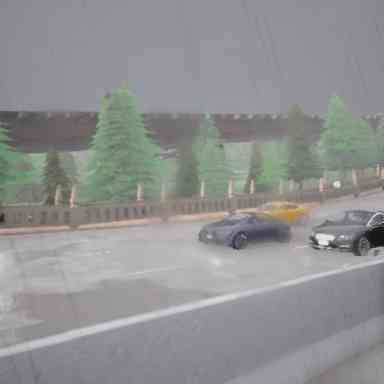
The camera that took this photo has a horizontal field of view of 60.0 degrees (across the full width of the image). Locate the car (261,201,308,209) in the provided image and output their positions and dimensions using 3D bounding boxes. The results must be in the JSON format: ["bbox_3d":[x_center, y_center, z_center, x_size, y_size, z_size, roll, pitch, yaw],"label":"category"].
[{"bbox_3d":[5.209,1.373,20.592,5.008,1.535,1.882,-2,1,-35],"label":"car"}]

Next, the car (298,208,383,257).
[{"bbox_3d":[6.561,1.463,12.932,4.902,1.511,2.128,-1,0,-35],"label":"car"}]

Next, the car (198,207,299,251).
[{"bbox_3d":[2.323,1.561,14.224,4.181,1.385,1.994,0,0,-35],"label":"car"}]
